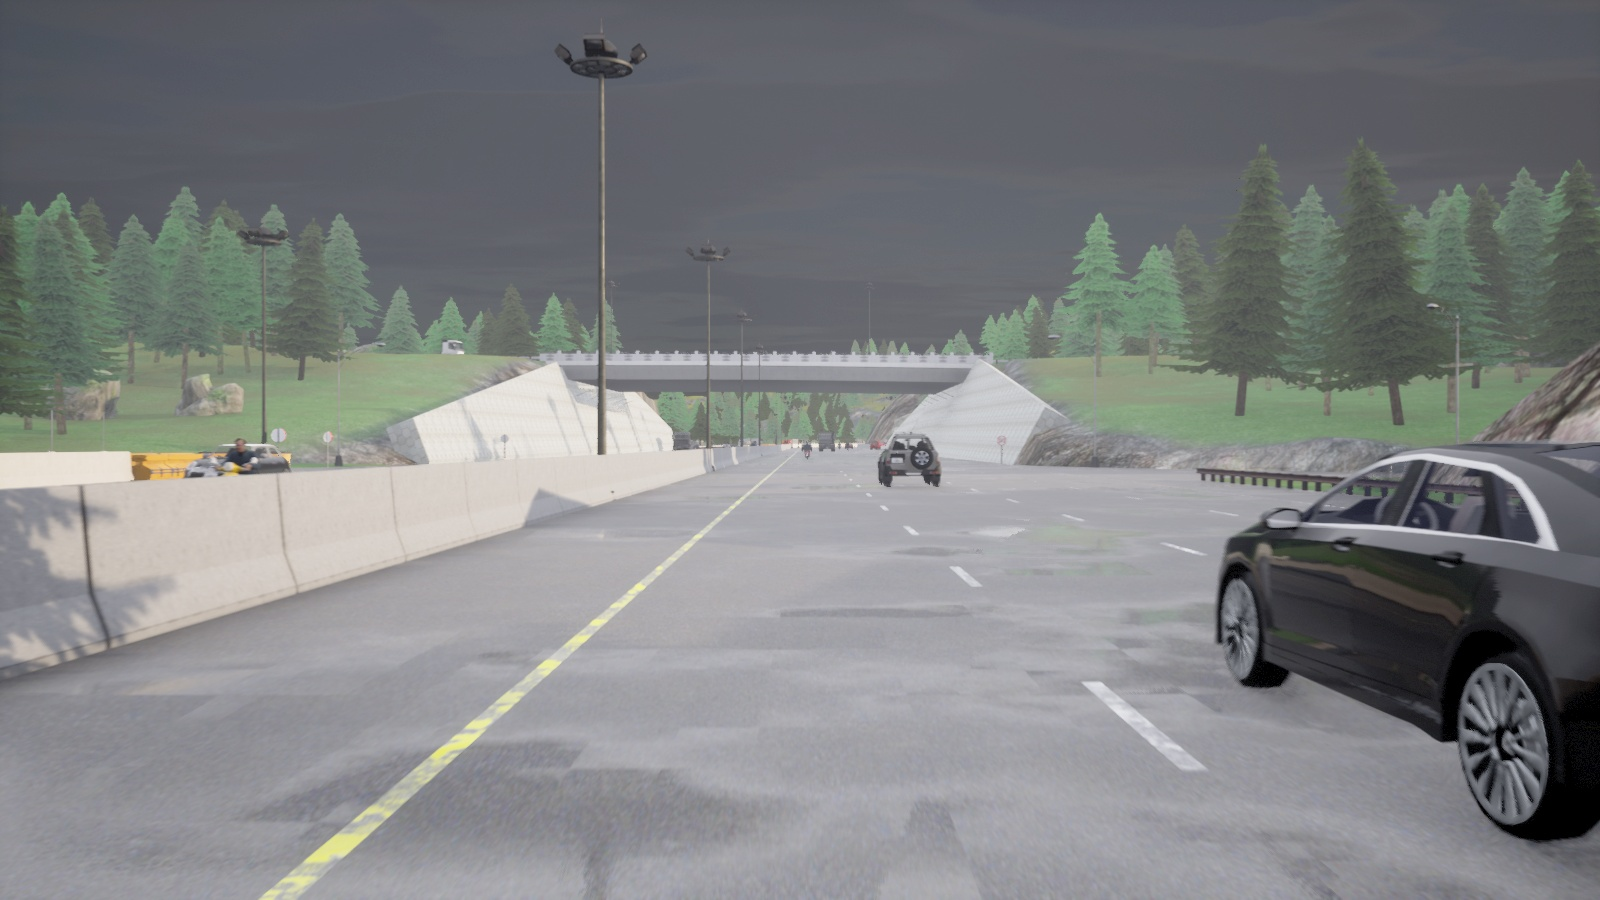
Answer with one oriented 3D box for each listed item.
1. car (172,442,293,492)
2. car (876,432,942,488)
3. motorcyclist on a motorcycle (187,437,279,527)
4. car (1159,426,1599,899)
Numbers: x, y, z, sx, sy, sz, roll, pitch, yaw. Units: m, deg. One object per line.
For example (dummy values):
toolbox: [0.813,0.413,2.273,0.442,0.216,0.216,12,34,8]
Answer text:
car: [-17.266,0.481,38.421,1.970,1.475,3.806,0,0,0]
car: [3.765,0.319,43.921,1.932,1.855,4.605,0,0,0]
motorcyclist on a motorcycle: [-10.354,0.562,23.012,0.866,1.590,1.817,0,0,0]
car: [3.551,0.670,6.286,2.128,1.511,4.902,0,0,0]
